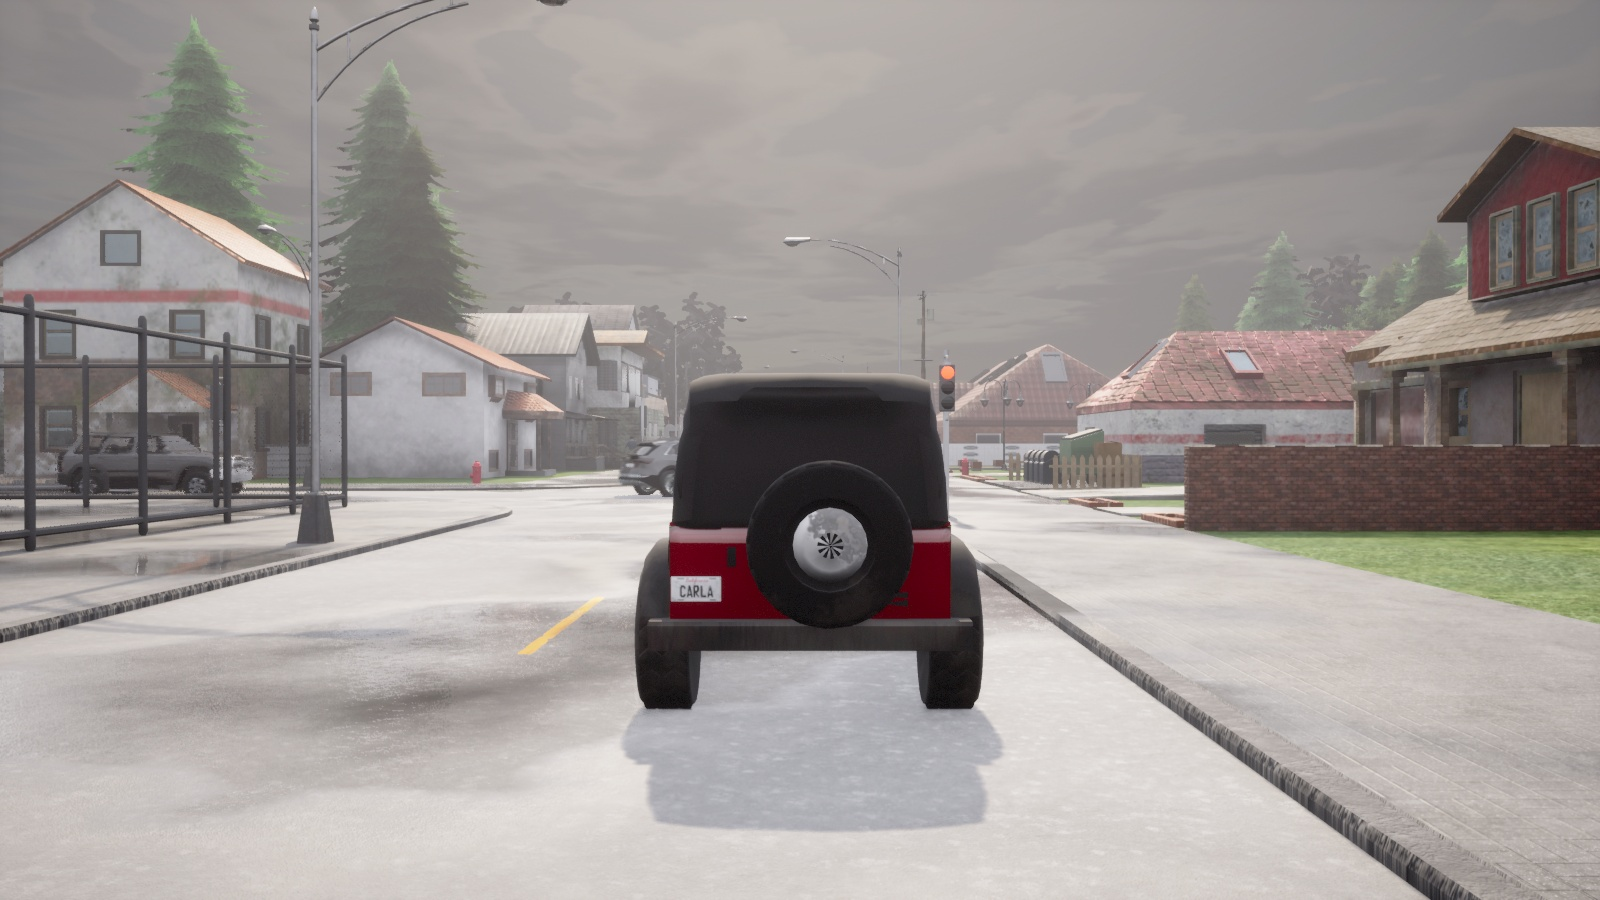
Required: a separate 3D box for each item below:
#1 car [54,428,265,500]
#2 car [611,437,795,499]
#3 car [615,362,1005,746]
[{"bbox_3d":[-16.929,0.361,33.333,4.605,1.855,1.932,0,0,0],"label":"car"},{"bbox_3d":[-2.726,0.472,35.821,4.856,1.649,2.033,0,1,-33],"label":"car"},{"bbox_3d":[0.055,0.497,8.079,1.905,1.878,3.866,0,0,0],"label":"car"}]
